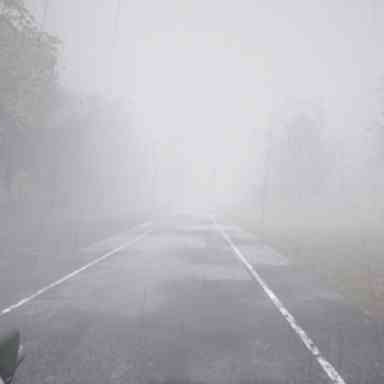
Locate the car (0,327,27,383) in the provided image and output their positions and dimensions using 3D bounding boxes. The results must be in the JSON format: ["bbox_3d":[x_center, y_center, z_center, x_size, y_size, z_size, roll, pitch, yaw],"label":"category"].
[{"bbox_3d":[-2.750,1.606,1.408,1.895,1.301,4.718,0,0,2],"label":"car"}]
